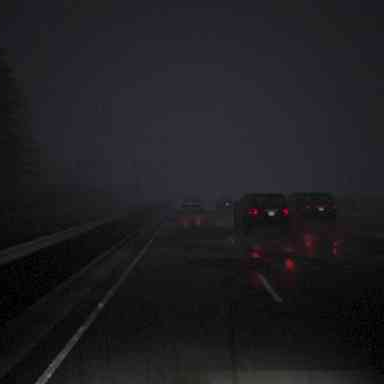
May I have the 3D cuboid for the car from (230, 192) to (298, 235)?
[{"bbox_3d":[3.590,1.050,17.783,2.150,2.045,5.566,0,1,0],"label":"car"}]

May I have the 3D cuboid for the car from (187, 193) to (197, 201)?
[{"bbox_3d":[0.009,0.988,64.965,1.994,1.385,4.181,0,0,0],"label":"car"}]

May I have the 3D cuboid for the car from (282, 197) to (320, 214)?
[{"bbox_3d":[10.603,1.231,32.825,2.033,1.411,5.357,0,1,0],"label":"car"}]

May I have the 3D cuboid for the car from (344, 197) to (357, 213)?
[{"bbox_3d":[14.103,1.166,32.308,1.882,1.535,5.008,0,1,0],"label":"car"}]

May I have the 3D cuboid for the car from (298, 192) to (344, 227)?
[{"bbox_3d":[7.103,1.019,20.964,2.150,2.045,5.566,0,1,0],"label":"car"}]

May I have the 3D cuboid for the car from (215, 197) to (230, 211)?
[{"bbox_3d":[3.603,1.221,35.690,1.994,1.385,4.181,0,1,0],"label":"car"}]

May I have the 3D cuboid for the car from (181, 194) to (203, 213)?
[{"bbox_3d":[0.008,1.223,31.838,2.128,1.511,4.902,0,0,0],"label":"car"}]
